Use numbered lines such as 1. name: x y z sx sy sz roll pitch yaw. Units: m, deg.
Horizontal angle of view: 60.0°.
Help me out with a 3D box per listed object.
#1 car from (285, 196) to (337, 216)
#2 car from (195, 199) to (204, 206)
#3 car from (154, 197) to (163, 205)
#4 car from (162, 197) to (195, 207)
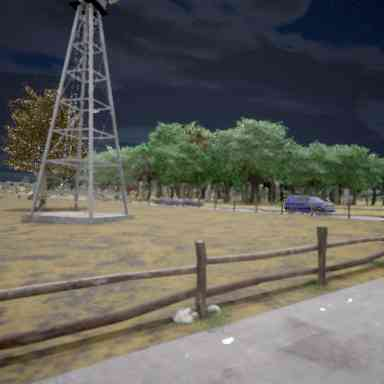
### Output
1. car: 12.621 1.440 35.667 2.150 2.045 5.566 2 -1 -35
2. car: -0.014 1.850 58.207 2.033 1.411 5.357 2 -1 -35
3. car: -5.890 1.775 66.307 2.128 1.511 4.902 2 -1 -36
4. car: -2.355 1.756 56.605 2.033 1.411 5.357 2 -1 -35
